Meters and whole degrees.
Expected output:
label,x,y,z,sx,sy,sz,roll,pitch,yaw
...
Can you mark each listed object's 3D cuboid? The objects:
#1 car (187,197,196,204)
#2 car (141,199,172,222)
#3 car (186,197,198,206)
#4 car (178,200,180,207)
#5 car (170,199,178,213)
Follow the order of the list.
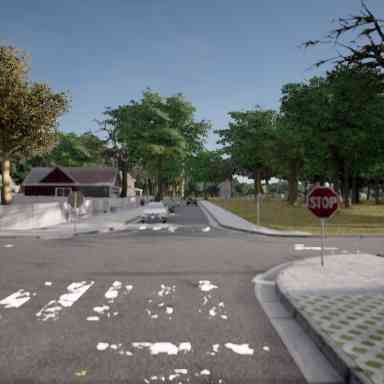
label,x,y,z,sx,sy,sz,roll,pitch,yaw
car,-0.054,1.719,68.419,1.812,1.442,4.674,0,0,0
car,-2.858,1.548,26.310,1.812,1.442,4.674,0,0,-1
car,-0.049,1.649,57.997,1.837,1.490,4.892,0,0,0
car,-2.875,1.717,51.951,1.895,1.301,4.718,0,0,0
car,-2.878,1.559,37.139,1.837,1.490,4.892,0,0,0
